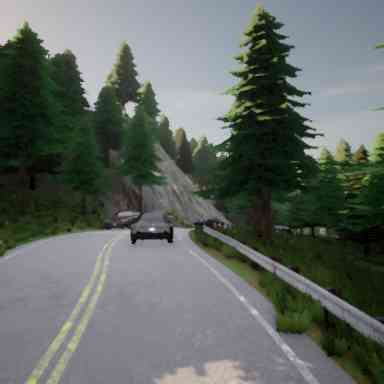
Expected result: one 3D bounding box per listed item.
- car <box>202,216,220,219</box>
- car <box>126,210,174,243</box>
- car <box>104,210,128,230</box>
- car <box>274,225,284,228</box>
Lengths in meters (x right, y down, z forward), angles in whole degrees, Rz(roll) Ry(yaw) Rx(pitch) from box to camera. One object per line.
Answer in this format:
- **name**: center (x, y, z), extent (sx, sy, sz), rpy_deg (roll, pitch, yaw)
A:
- **car**: center (2.190, 3.412, 36.509), extent (2.033, 1.411, 5.357), rpy_deg (-3, -9, 29)
- **car**: center (-1.899, 1.655, 16.484), extent (1.994, 1.385, 4.181), rpy_deg (0, -2, -5)
- **car**: center (-4.945, 2.102, 25.068), extent (1.812, 1.442, 4.674), rpy_deg (-1, -4, 9)
- **car**: center (15.726, 6.914, 59.195), extent (2.150, 2.045, 5.566), rpy_deg (-4, -10, 39)
